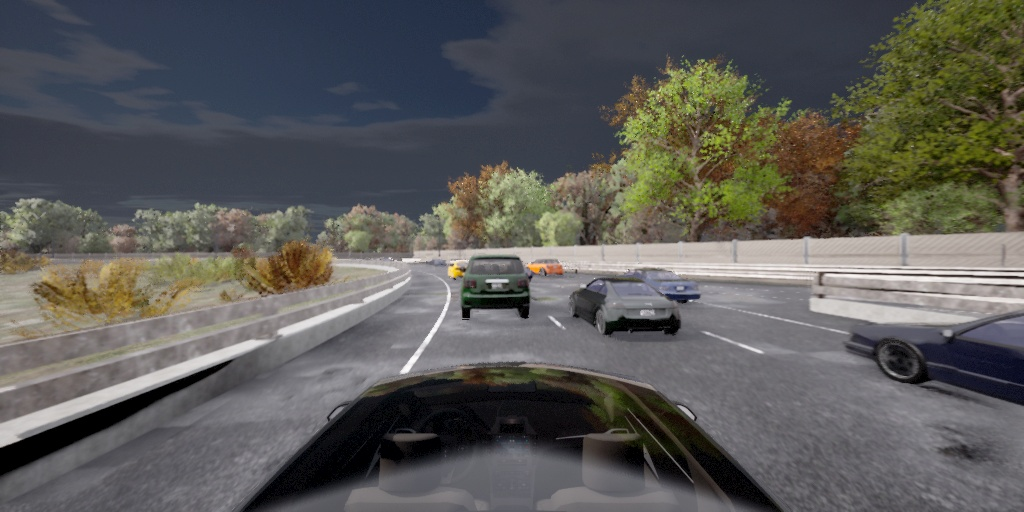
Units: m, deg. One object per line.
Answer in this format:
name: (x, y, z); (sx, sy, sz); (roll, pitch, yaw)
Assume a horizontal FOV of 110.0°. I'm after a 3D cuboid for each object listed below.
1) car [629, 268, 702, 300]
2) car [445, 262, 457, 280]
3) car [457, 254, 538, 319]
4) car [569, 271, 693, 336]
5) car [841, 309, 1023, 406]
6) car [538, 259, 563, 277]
car: (5.962, 1.248, 15.826); (2.033, 1.411, 5.357); (0, 0, -7)
car: (-4.383, 1.203, 30.931); (1.882, 1.535, 5.008); (0, 0, -16)
car: (-0.697, 0.959, 12.953); (2.150, 2.045, 5.566); (0, 0, -6)
car: (3.007, 1.290, 10.361); (1.994, 1.385, 4.181); (0, 0, -5)
car: (6.929, 1.268, 3.939); (2.033, 1.411, 5.357); (0, 0, -2)
car: (2.976, 1.039, 34.788); (2.097, 1.767, 4.553); (0, 0, -27)
